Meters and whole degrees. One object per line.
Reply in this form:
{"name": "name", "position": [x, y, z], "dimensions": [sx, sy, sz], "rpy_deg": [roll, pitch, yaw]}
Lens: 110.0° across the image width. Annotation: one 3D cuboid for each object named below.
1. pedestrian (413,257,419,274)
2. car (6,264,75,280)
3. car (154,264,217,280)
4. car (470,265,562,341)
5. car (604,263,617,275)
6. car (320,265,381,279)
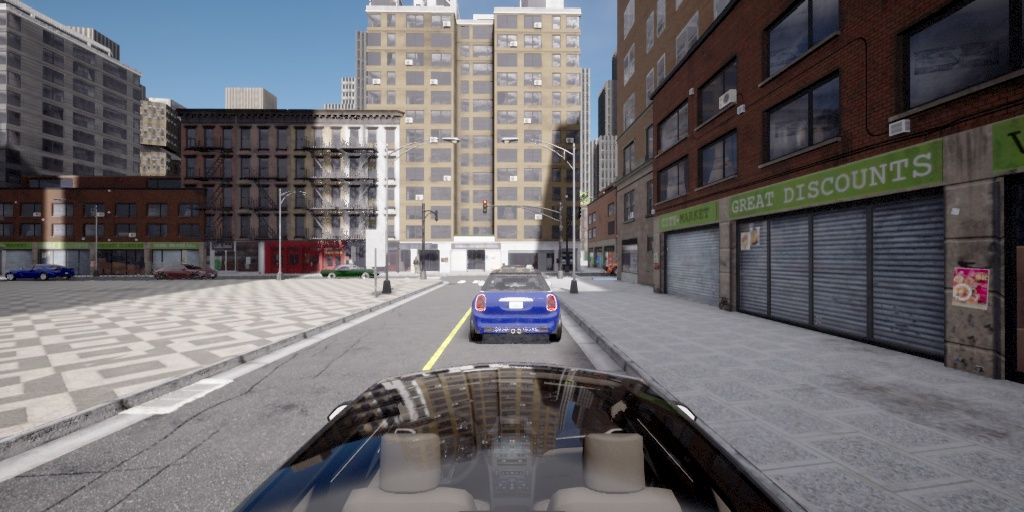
{"name": "pedestrian", "position": [-10.260, 0.968, 38.280], "dimensions": [0.375, 1.860, 0.375], "rpy_deg": [0, 0, -1]}
{"name": "car", "position": [-45.544, 1.529, 34.654], "dimensions": [5.008, 1.535, 1.882], "rpy_deg": [0, 0, -1]}
{"name": "car", "position": [-28.911, 1.469, 31.772], "dimensions": [4.674, 1.442, 1.812], "rpy_deg": [0, 0, -1]}
{"name": "car", "position": [0.082, 1.100, 10.017], "dimensions": [2.097, 1.767, 4.553], "rpy_deg": [0, 0, 0]}
{"name": "car", "position": [11.492, 0.977, 35.580], "dimensions": [4.553, 1.767, 2.097], "rpy_deg": [-1, 0, -1]}
{"name": "car", "position": [-14.282, 1.441, 31.980], "dimensions": [4.718, 1.301, 1.895], "rpy_deg": [0, 0, -1]}
